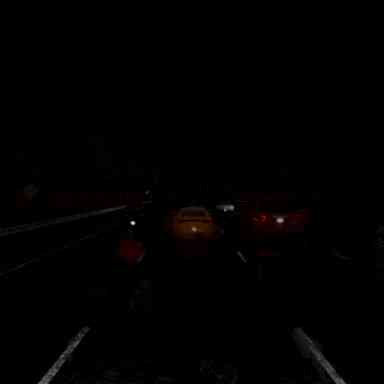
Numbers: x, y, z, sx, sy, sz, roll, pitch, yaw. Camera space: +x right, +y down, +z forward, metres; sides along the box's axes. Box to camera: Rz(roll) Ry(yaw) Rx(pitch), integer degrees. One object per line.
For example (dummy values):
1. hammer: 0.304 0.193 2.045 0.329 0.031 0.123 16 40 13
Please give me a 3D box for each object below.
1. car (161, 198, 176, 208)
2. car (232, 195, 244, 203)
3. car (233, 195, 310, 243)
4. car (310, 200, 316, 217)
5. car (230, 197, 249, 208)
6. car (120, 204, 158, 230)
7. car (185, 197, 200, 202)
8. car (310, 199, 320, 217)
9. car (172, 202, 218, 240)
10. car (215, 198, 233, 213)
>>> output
1. car: -3.448 1.586 48.290 1.837 1.490 4.892 0 0 0
2. car: 10.420 1.472 76.030 2.097 1.767 4.553 0 0 0
3. car: 3.588 1.246 16.232 2.150 2.045 5.566 0 0 0
4. car: 7.076 1.527 24.790 2.128 1.511 4.902 0 0 0
5. car: 7.049 1.568 49.615 2.128 1.511 4.902 0 0 0
6. car: -3.420 1.543 21.650 1.837 1.490 4.892 0 0 0
7. car: 0.049 1.587 50.033 1.837 1.490 4.892 0 0 0
8. car: 10.535 1.395 32.055 2.097 1.767 4.553 0 0 0
9. car: 0.085 1.506 17.372 1.882 1.535 5.008 0 0 0
10. car: 3.563 1.661 38.004 1.895 1.301 4.718 0 0 0
